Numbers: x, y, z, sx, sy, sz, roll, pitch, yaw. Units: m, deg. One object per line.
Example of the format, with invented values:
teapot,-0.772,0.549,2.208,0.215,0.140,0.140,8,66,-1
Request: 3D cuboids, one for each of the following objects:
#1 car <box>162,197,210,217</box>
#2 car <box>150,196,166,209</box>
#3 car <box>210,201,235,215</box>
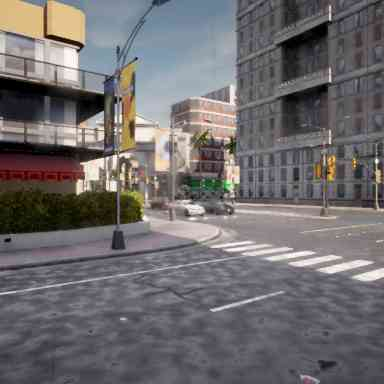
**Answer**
car,-0.648,1.526,32.105,1.812,1.442,4.674,0,0,-35
car,-3.444,1.352,42.198,2.097,1.767,4.553,0,0,-35
car,2.423,1.564,33.825,1.994,1.385,4.181,0,0,-35
